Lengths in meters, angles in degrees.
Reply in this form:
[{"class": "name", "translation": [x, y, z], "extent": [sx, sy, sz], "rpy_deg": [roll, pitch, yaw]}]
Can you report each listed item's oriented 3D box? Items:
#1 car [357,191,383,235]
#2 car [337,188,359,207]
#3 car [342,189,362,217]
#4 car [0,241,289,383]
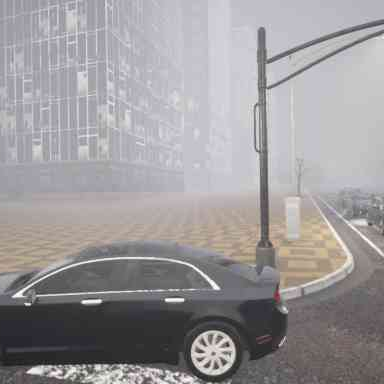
[{"class": "car", "translation": [8.902, 0.928, 14.477], "extent": [2.128, 1.511, 4.902], "rpy_deg": [-1, 2, 18]}, {"class": "car", "translation": [12.885, 0.454, 26.854], "extent": [2.128, 1.511, 4.902], "rpy_deg": [-1, 2, 18]}, {"class": "car", "translation": [10.920, 0.759, 20.781], "extent": [1.994, 1.385, 4.181], "rpy_deg": [-1, 2, 17]}, {"class": "car", "translation": [-1.142, 1.505, 4.792], "extent": [4.892, 1.490, 1.837], "rpy_deg": [0, 0, 0]}]
